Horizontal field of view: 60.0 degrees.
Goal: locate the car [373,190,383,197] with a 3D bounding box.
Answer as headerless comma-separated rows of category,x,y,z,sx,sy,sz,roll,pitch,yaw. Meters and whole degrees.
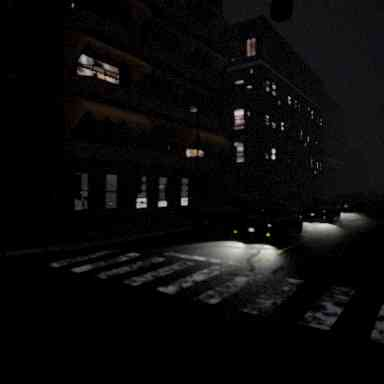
car,40.484,0.323,72.156,1.802,1.307,4.206,2,2,35

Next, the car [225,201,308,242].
car,3.508,1.308,14.985,1.994,1.385,4.181,1,1,35

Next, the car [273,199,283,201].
car,5.284,1.166,22.000,1.887,1.381,4.507,2,2,35

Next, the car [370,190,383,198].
car,37.285,0.366,67.596,1.887,1.381,4.507,2,2,35

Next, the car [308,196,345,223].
car,8.559,1.180,22.183,1.994,1.385,4.181,1,1,35

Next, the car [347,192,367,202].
car,24.484,0.706,49.358,1.947,1.339,4.313,2,2,35

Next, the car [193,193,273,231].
car,2.087,1.017,17.434,2.192,1.841,5.009,2,2,35

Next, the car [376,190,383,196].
car,43.685,0.244,76.716,1.802,1.307,4.206,2,2,35

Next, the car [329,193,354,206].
car,18.084,0.867,40.239,1.947,1.339,4.313,2,2,35

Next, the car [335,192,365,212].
car,14.918,0.950,31.220,2.128,1.511,4.902,1,1,35
